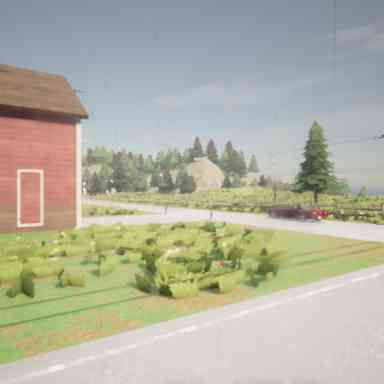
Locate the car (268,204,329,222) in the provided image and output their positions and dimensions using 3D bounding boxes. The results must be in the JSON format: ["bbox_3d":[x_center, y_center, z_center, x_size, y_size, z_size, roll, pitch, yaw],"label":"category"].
[{"bbox_3d":[8.177,1.577,26.147,1.895,1.301,4.718,0,0,-31],"label":"car"}]

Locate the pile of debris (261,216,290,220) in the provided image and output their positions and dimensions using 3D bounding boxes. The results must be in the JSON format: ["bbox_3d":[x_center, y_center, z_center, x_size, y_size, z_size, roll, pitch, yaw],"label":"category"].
[{"bbox_3d":[6.988,2.153,27.894,1.500,0.140,1.860,0,0,-30],"label":"pile of debris"}]

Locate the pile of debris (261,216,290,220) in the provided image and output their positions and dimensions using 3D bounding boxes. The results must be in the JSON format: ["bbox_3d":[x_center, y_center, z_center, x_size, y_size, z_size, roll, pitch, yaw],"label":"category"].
[{"bbox_3d":[6.988,2.153,27.894,1.500,0.140,1.860,0,0,-30],"label":"pile of debris"}]
